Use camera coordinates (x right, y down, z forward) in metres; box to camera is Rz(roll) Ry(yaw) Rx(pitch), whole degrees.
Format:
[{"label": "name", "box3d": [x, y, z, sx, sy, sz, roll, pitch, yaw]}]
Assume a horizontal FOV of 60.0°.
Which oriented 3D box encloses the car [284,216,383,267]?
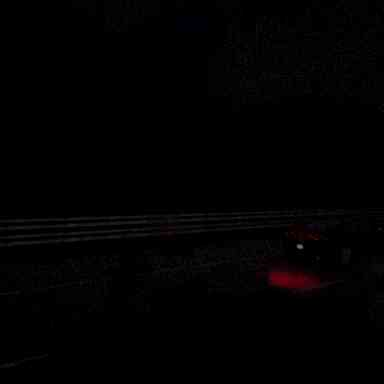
[{"label": "car", "box3d": [5.482, 1.619, 12.035, 5.008, 1.535, 1.882, 1, -1, -35]}]
